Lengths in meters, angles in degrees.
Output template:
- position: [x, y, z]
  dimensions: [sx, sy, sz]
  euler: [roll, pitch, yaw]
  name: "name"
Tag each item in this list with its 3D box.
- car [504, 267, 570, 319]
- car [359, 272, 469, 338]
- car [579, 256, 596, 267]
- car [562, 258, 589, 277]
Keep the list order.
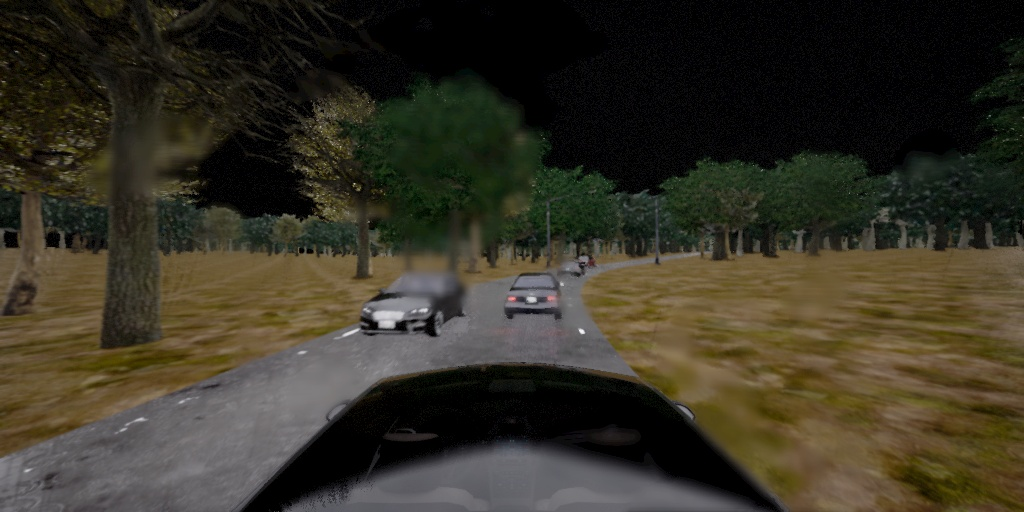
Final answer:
- position: [0.892, 1.301, 12.857]
  dimensions: [2.033, 1.411, 5.357]
  euler: [0, 0, 7]
  name: "car"
- position: [-2.523, 1.241, 10.341]
  dimensions: [2.128, 1.511, 4.902]
  euler: [0, 0, 5]
  name: "car"
- position: [10.479, 0.760, 51.619]
  dimensions: [2.097, 1.767, 4.553]
  euler: [0, 1, 30]
  name: "car"
- position: [5.653, 1.184, 33.219]
  dimensions: [1.994, 1.385, 4.181]
  euler: [0, 0, 19]
  name: "car"
